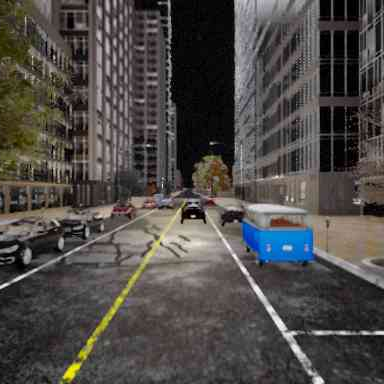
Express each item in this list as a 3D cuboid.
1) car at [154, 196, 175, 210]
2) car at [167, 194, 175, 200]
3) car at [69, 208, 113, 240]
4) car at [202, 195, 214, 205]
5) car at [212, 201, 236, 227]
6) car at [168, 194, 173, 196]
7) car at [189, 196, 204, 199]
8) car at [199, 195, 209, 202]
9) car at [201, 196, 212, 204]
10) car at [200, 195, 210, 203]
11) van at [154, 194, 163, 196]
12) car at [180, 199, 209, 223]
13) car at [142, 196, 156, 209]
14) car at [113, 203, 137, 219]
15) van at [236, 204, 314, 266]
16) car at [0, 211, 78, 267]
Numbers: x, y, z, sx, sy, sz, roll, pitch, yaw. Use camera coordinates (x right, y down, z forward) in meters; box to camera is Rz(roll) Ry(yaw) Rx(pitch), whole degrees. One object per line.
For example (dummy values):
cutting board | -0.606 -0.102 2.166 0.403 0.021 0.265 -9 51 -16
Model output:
car | -3.105 1.511 41.490 2.033 1.411 5.357 0 0 0
car | -5.708 1.308 90.903 1.967 1.590 4.097 0 0 0
car | -5.695 1.547 16.899 2.008 1.369 4.403 0 0 0
car | 2.680 1.531 51.053 1.802 1.307 4.206 0 0 0
car | 2.685 1.542 22.590 2.008 1.369 4.403 0 0 0
car | -5.706 1.494 73.823 1.802 1.307 4.206 0 0 0
car | 0.091 1.509 42.896 2.033 1.411 5.357 0 0 0
car | 2.675 1.463 73.823 2.008 1.369 4.403 0 0 0
car | 2.677 1.482 62.438 2.008 1.369 4.403 0 0 0
car | 2.676 1.363 68.129 1.967 1.590 4.097 0 0 0
van | -5.702 1.281 56.746 1.690 1.788 3.998 0 0 0
car | 0.092 1.514 25.273 1.812 1.442 4.674 0 0 0
car | -5.700 1.540 45.362 1.802 1.307 4.206 0 0 0
car | -5.697 1.566 28.284 1.802 1.307 4.206 0 0 0
van | 2.687 1.341 11.205 1.690 1.788 3.998 0 0 0
car | -5.694 1.550 11.207 2.008 1.369 4.403 0 0 0
